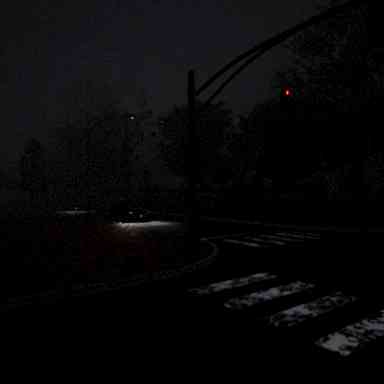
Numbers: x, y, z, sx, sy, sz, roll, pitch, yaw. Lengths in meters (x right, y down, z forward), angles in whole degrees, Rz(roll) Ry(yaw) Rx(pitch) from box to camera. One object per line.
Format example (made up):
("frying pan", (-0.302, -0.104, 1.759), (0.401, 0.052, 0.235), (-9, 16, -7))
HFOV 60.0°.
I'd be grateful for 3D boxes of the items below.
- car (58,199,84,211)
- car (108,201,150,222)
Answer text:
("car", (-14.332, 1.473, 39.053), (2.033, 1.411, 5.357), (-1, 0, -34))
("car", (-4.867, 1.421, 25.189), (1.812, 1.442, 4.674), (-1, 1, -34))
